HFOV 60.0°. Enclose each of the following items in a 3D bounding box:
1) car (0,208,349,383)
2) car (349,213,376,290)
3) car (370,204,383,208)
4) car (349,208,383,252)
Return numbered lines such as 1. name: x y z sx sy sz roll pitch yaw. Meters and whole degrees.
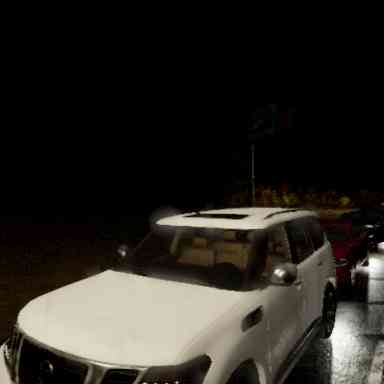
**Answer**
1. car: 0.449 1.286 4.557 2.150 2.045 5.566 -1 -1 34
2. car: 4.001 1.591 9.820 1.882 1.535 5.008 -1 -1 34
3. car: 11.006 1.688 20.179 1.882 1.535 5.008 -1 -1 34
4. car: 7.502 1.666 14.996 1.837 1.490 4.892 -1 -1 34
